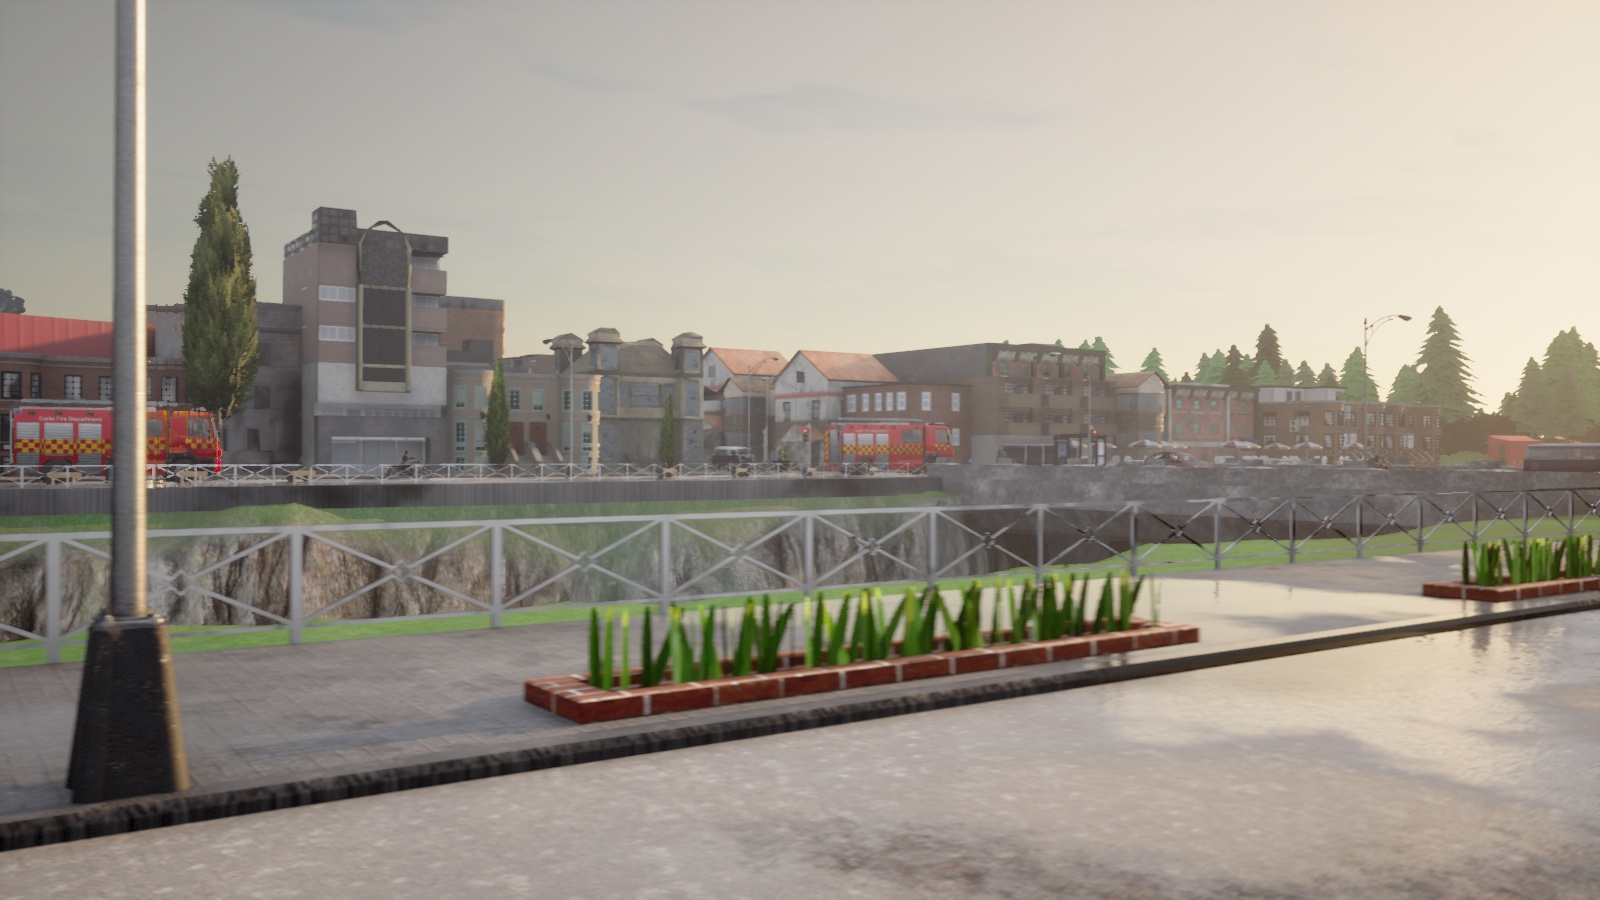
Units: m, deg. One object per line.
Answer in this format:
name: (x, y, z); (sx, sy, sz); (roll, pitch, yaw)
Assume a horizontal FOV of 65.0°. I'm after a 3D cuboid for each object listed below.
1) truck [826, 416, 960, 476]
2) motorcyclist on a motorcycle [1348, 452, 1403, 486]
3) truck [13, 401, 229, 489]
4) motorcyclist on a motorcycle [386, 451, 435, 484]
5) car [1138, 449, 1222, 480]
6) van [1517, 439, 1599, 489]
truck: (6.177, -0.229, 83.195); (8.468, 3.827, 2.891); (0, -1, -22)
motorcyclist on a motorcycle: (26.471, 0.866, 57.802); (0.866, 1.530, 2.191); (0, 0, -35)
truck: (-31.133, -0.212, 57.792); (8.468, 3.827, 2.891); (0, 0, -35)
motorcyclist on a motorcycle: (-20.262, 0.898, 65.359); (2.350, 1.649, 0.766); (0, 0, -35)
car: (20.177, 0.764, 66.835); (1.851, 1.617, 3.988); (0, 0, -35)
van: (31.565, 0.555, 50.492); (1.775, 1.987, 4.442); (0, 0, -35)
